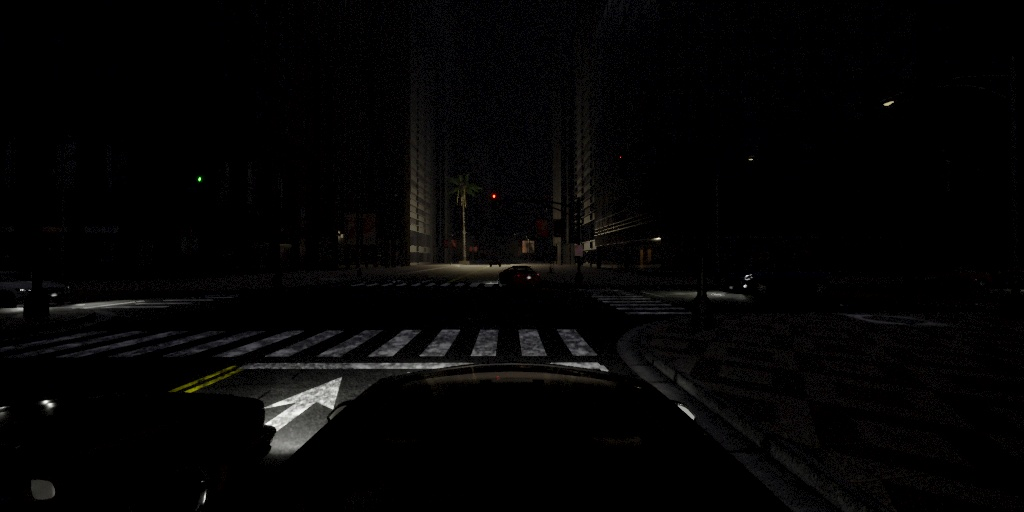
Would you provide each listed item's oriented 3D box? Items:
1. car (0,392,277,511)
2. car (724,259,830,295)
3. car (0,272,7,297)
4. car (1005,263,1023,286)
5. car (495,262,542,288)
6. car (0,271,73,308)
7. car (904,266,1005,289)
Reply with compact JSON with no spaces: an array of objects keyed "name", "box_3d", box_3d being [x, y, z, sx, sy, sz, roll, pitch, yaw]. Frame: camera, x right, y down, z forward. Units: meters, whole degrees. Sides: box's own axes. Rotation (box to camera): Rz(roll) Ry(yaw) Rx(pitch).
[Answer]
[{"name":"car","box_3d":[-3.176,1.297,0.730,2.033,1.411,5.357,0,0,4]},{"name":"car","box_3d":[13.700,1.064,18.765,4.553,1.767,2.097,0,0,-1]},{"name":"car","box_3d":[-29.253,1.490,18.157,4.718,1.301,1.895,0,0,0]},{"name":"car","box_3d":[32.061,1.117,21.838,4.097,1.591,1.967,0,0,-1]},{"name":"car","box_3d":[0.485,1.358,24.708,1.994,1.385,4.181,0,0,-18]},{"name":"car","box_3d":[-21.381,1.353,14.950,4.674,1.442,1.812,0,0,1]},{"name":"car","box_3d":[26.423,1.275,21.739,4.207,1.307,1.802,0,0,-1]}]
